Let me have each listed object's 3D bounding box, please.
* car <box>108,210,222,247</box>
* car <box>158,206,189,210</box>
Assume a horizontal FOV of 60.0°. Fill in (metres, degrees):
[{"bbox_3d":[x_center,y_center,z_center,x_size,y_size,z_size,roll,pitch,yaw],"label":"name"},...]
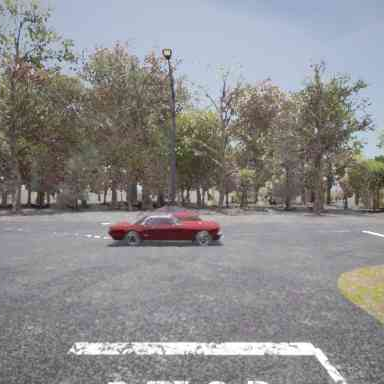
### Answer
[{"bbox_3d":[-1.070,1.601,14.431,4.718,1.301,1.895,0,0,0],"label":"car"},{"bbox_3d":[-1.521,1.578,21.464,4.181,1.385,1.994,0,0,0],"label":"car"}]
